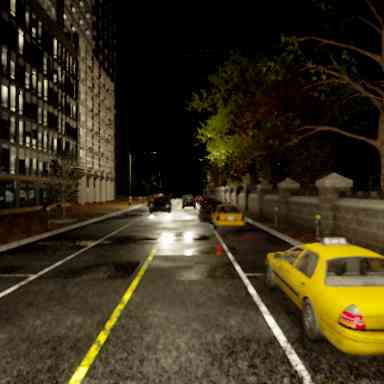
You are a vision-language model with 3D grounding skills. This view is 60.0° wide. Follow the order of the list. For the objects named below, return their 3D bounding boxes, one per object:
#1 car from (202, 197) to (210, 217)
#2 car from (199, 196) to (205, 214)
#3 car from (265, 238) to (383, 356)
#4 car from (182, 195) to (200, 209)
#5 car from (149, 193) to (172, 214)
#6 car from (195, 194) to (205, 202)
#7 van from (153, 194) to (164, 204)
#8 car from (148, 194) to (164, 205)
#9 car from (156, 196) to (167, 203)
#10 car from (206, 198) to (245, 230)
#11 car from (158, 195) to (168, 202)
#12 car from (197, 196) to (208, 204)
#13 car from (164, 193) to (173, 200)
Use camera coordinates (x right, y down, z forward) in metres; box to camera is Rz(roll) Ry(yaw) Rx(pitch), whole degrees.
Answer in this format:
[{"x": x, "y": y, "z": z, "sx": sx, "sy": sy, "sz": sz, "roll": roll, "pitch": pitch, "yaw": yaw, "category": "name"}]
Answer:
[{"x": 2.283, "y": 1.512, "z": 33.816, "sx": 1.802, "sy": 1.307, "sz": 4.206, "roll": 0, "pitch": 0, "yaw": -1, "category": "car"}, {"x": 2.212, "y": 1.484, "z": 39.365, "sx": 1.947, "sy": 1.339, "sz": 4.313, "roll": 0, "pitch": 0, "yaw": -1, "category": "car"}, {"x": 2.553, "y": 1.513, "z": 6.245, "sx": 1.752, "sy": 1.417, "sz": 4.829, "roll": 0, "pitch": 0, "yaw": 0, "category": "car"}, {"x": -0.369, "y": 1.456, "z": 43.865, "sx": 2.033, "sy": 1.411, "sz": 5.357, "roll": 0, "pitch": 0, "yaw": 0, "category": "car"}, {"x": -3.129, "y": 1.283, "z": 33.917, "sx": 2.097, "sy": 1.767, "sz": 4.553, "roll": 0, "pitch": 0, "yaw": -1, "category": "car"}, {"x": 1.787, "y": 1.276, "z": 72.661, "sx": 1.967, "sy": 1.590, "sz": 4.097, "roll": 0, "pitch": 0, "yaw": -1, "category": "car"}, {"x": -6.097, "y": 1.208, "z": 61.551, "sx": 1.690, "sy": 1.788, "sz": 3.998, "roll": 0, "pitch": 0, "yaw": -1, "category": "van"}, {"x": -6.026, "y": 1.196, "z": 56.010, "sx": 2.192, "sy": 1.841, "sz": 5.009, "roll": 0, "pitch": 0, "yaw": -1, "category": "car"}, {"x": -6.168, "y": 1.434, "z": 67.092, "sx": 1.802, "sy": 1.307, "sz": 4.206, "roll": 0, "pitch": 0, "yaw": -1, "category": "car"}, {"x": 2.107, "y": 1.416, "z": 20.822, "sx": 1.801, "sy": 1.575, "sz": 5.366, "roll": 0, "pitch": 0, "yaw": -1, "category": "car"}, {"x": -6.236, "y": 1.363, "z": 72.462, "sx": 1.752, "sy": 1.417, "sz": 4.829, "roll": 0, "pitch": 0, "yaw": -1, "category": "car"}, {"x": 1.929, "y": 1.447, "z": 61.563, "sx": 1.802, "sy": 1.307, "sz": 4.206, "roll": 0, "pitch": 0, "yaw": -1, "category": "car"}, {"x": -6.306, "y": 1.109, "z": 89.254, "sx": 2.192, "sy": 1.841, "sz": 5.009, "roll": 0, "pitch": 0, "yaw": -1, "category": "car"}]
